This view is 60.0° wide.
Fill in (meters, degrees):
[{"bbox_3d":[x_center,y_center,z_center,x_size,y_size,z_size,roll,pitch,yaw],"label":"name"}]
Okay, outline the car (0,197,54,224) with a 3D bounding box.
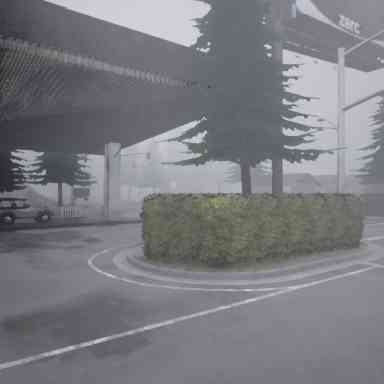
[{"bbox_3d":[-11.961,1.313,23.491,3.866,1.878,1.905,0,0,-36],"label":"car"}]
